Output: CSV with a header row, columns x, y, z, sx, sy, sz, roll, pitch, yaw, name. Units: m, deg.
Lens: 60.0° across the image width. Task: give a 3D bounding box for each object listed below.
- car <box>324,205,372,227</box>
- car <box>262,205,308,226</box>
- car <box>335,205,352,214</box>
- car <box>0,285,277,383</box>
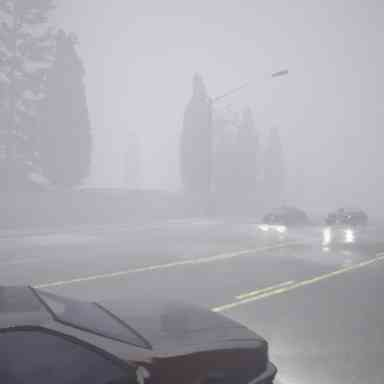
x,y,z,sx,sy,sz,roll,pitch,yaw,name
11.331,1.779,24.279,1.895,1.301,4.718,0,-1,41,car
6.937,1.673,24.649,1.994,1.385,4.181,0,-1,42,car
27.307,3.172,60.053,1.812,1.442,4.674,1,-2,13,car
-1.728,1.552,2.565,5.357,1.411,2.033,0,0,-36,car
